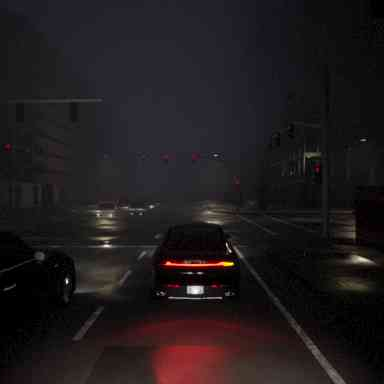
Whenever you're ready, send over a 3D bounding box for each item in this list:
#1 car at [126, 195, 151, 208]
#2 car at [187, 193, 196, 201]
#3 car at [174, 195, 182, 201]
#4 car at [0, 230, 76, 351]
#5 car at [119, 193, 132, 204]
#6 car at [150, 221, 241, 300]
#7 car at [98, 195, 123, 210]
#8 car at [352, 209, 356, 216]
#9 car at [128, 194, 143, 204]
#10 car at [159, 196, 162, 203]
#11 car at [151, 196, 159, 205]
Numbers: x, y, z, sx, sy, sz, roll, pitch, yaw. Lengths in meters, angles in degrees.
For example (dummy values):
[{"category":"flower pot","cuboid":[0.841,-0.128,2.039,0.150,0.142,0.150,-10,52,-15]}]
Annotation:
[{"category":"car","cuboid":[-7.509,1.547,47.425,2.033,1.411,5.357,0,0,0]},{"category":"car","cuboid":[-0.067,1.225,84.394,2.150,2.045,5.566,0,0,1]},{"category":"car","cuboid":[-3.569,1.553,84.167,1.994,1.385,4.181,0,0,1]},{"category":"car","cuboid":[-3.449,1.352,5.051,2.097,1.767,4.553,0,0,0]},{"category":"car","cuboid":[-10.970,1.221,54.060,2.150,2.045,5.566,0,0,1]},{"category":"car","cuboid":[0.076,1.505,8.376,1.837,1.490,4.892,0,0,0]},{"category":"car","cuboid":[-10.995,1.478,44.240,1.882,1.535,5.008,0,0,0]},{"category":"car","cuboid":[15.955,1.656,27.612,4.718,1.301,1.895,0,0,0]},{"category":"car","cuboid":[-10.828,1.352,63.809,2.097,1.767,4.553,0,0,1]},{"category":"car","cuboid":[-7.246,1.547,67.847,2.033,1.411,5.357,0,0,1]},{"category":"car","cuboid":[-7.429,1.478,57.404,1.882,1.535,5.008,0,0,1]}]
